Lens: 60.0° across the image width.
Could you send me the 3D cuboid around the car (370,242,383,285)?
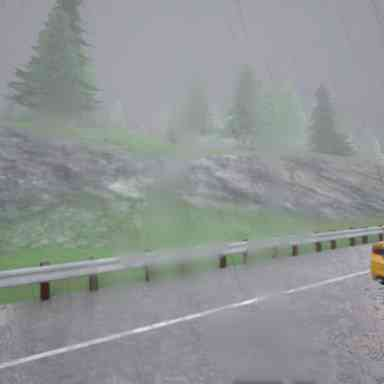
[{"bbox_3d":[6.373,1.498,8.164,5.008,1.535,1.882,0,0,-35],"label":"car"}]
